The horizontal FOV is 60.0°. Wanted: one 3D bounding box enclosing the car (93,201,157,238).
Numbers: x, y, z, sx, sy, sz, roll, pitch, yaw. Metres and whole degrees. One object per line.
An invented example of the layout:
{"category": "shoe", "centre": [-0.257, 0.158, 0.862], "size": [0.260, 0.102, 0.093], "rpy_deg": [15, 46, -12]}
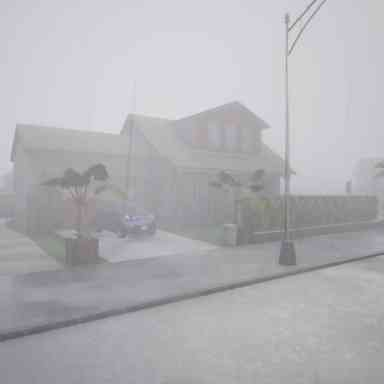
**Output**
{"category": "car", "centre": [-3.094, 1.174, 15.242], "size": [1.845, 1.501, 3.633], "rpy_deg": [0, 0, -38]}
